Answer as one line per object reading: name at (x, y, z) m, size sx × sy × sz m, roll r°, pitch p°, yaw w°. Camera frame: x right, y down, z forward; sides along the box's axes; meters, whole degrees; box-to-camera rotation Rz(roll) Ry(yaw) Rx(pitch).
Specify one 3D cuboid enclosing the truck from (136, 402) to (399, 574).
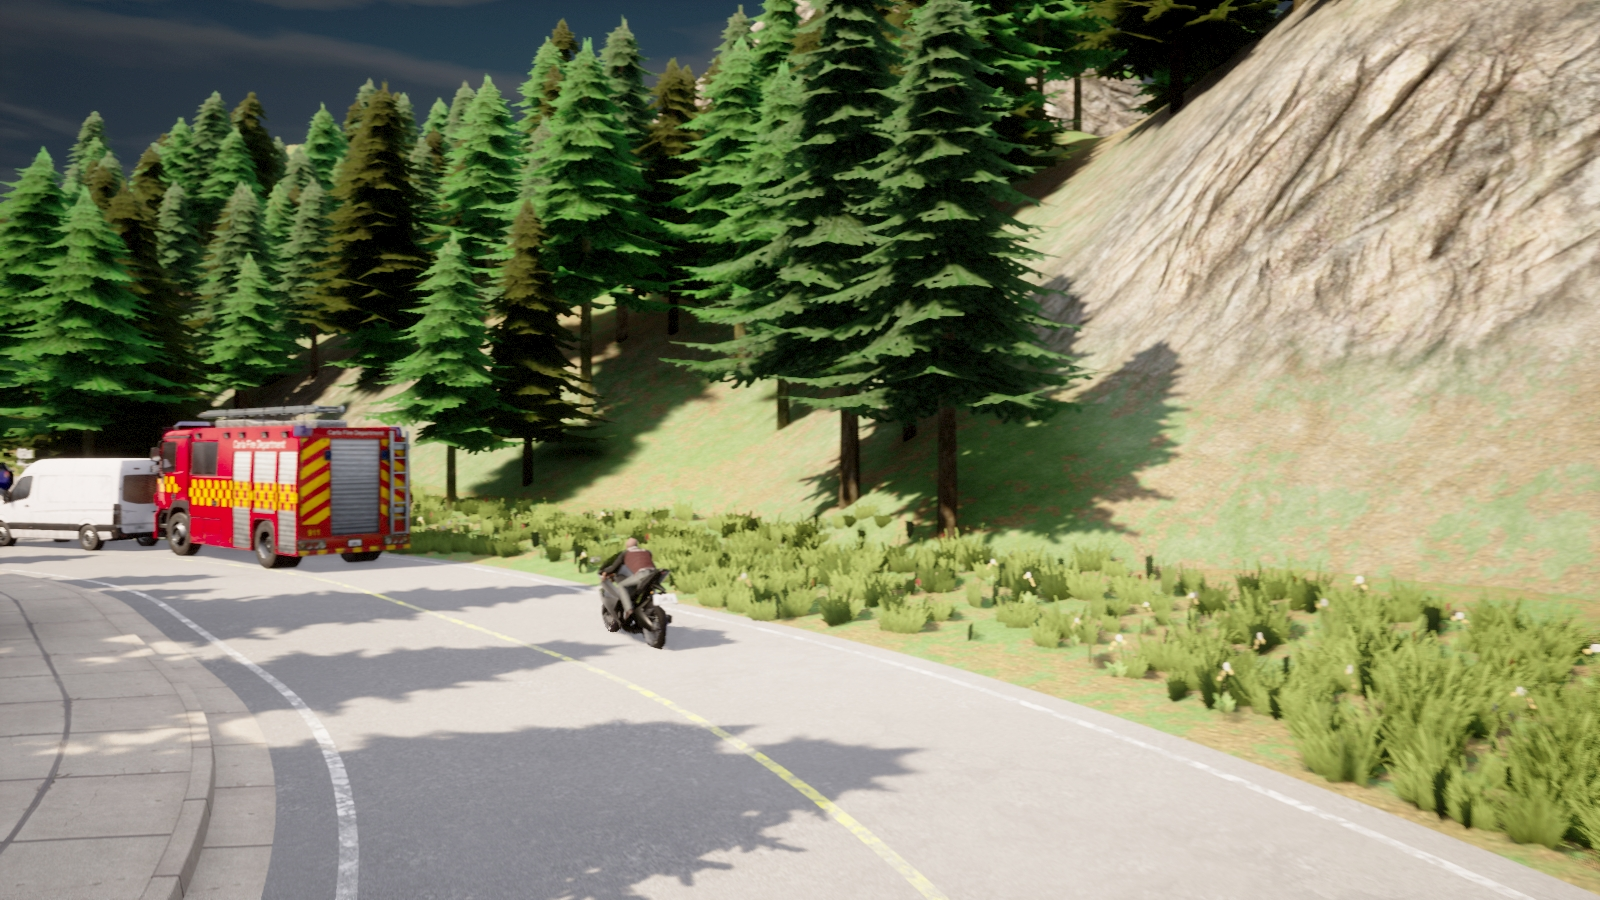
truck at (-13.897, 0.847, 29.400) m, size 8.468 × 3.827 × 2.891 m, roll 0°, pitch 0°, yaw 41°

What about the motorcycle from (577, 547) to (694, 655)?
motorcycle at (-2.458, 2.167, 16.807) m, size 0.867 × 1.251 × 2.209 m, roll 0°, pitch 1°, yaw -32°

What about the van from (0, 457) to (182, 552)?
van at (-20.898, 1.491, 33.087) m, size 5.915 × 2.561 × 1.988 m, roll 0°, pitch 0°, yaw 22°

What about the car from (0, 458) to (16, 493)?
car at (-40.723, 1.283, 57.623) m, size 1.845 × 1.501 × 3.633 m, roll 1°, pitch 3°, yaw -33°
